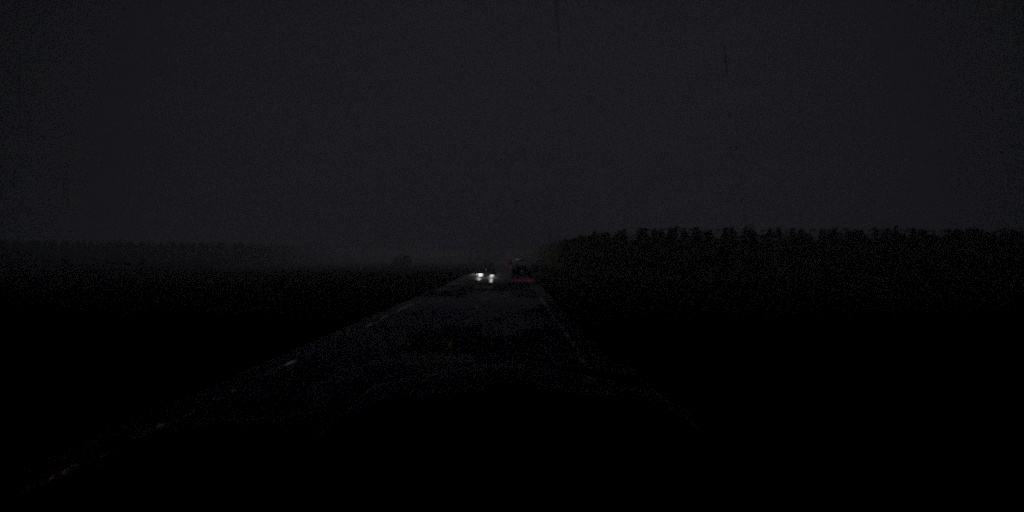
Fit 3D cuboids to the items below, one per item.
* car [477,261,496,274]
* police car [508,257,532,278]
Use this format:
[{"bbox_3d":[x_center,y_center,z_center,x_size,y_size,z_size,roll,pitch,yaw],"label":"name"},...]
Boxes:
[{"bbox_3d":[-2.810,1.262,40.932,1.994,1.385,4.181,0,0,0],"label":"car"},{"bbox_3d":[0.826,1.140,33.141,1.930,1.638,5.238,0,0,0],"label":"police car"}]
